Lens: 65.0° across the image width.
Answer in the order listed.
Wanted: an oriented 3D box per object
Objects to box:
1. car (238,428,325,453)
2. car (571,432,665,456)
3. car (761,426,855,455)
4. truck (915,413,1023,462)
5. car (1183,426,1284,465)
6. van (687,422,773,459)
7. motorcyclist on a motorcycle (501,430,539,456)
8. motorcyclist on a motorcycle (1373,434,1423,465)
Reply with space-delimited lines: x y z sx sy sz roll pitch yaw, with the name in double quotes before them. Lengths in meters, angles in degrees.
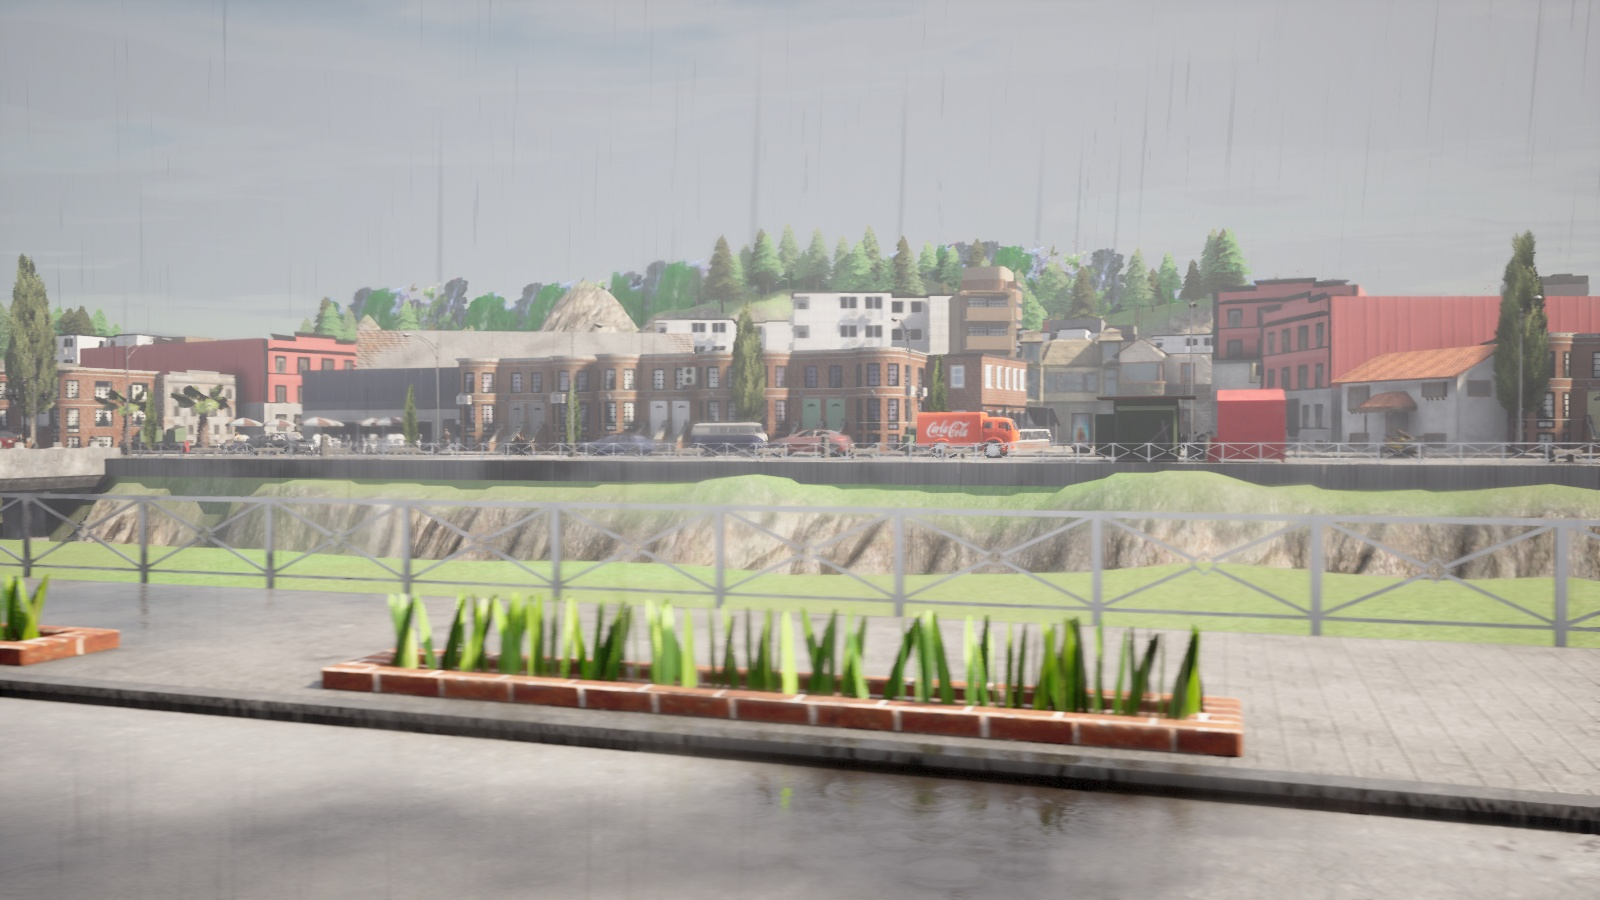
"car" -32.962 -0.621 79.889 4.902 1.511 2.128 1 1 19
"car" -11.128 -0.397 76.771 5.357 1.411 2.033 1 1 19
"car" 0.451 -0.560 72.875 5.027 1.651 2.152 1 1 19
"truck" 8.862 -0.681 65.825 5.204 2.467 2.627 1 1 19
"car" 21.236 -0.265 61.671 4.605 1.855 1.932 1 1 19
"van" -3.916 -0.559 70.124 4.442 1.987 1.775 1 1 19
"motorcyclist on a motorcycle" -16.587 -0.445 74.386 2.044 1.523 0.797 1 1 19
"motorcyclist on a motorcycle" 29.962 -0.034 62.959 2.191 1.530 0.866 1 1 19
